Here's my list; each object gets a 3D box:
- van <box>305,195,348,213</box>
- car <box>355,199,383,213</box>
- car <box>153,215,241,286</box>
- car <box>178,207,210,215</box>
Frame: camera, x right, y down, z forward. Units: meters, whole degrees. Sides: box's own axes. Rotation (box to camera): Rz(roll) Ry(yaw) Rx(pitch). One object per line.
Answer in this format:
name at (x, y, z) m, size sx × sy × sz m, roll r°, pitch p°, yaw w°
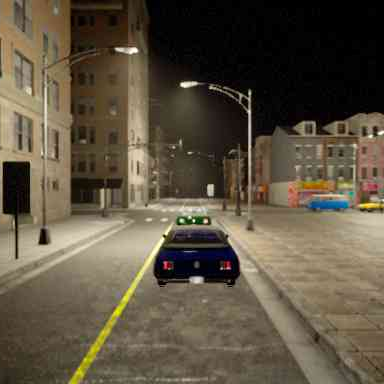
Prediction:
van at (13.759, 1.200, 33.883) m, size 3.998 × 1.788 × 1.690 m, roll 0°, pitch 0°, yaw 0°
car at (19.201, 1.381, 33.872) m, size 4.829 × 1.417 × 1.752 m, roll 0°, pitch 0°, yaw 0°
car at (0.104, 1.563, 9.231) m, size 1.895 × 1.301 × 4.718 m, roll 0°, pitch 0°, yaw 0°
car at (0.111, 1.522, 19.384) m, size 1.895 × 1.301 × 4.718 m, roll 0°, pitch 0°, yaw 1°
